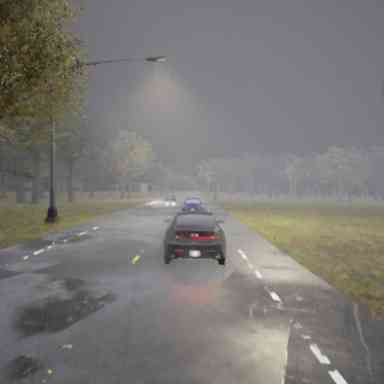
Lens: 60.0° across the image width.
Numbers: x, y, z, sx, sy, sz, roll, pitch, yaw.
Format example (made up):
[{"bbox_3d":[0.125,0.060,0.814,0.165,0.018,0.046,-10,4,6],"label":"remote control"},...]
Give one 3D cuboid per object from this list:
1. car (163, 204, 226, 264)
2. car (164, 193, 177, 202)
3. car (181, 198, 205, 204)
[{"bbox_3d":[0.086,1.380,11.399,1.837,1.490,4.892,1,1,0],"label":"car"},{"bbox_3d":[-3.624,0.964,56.611,2.128,1.511,4.902,1,0,0],"label":"car"},{"bbox_3d":[0.068,1.194,27.690,1.812,1.442,4.674,1,1,0],"label":"car"}]
